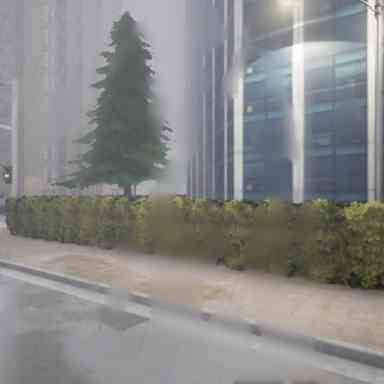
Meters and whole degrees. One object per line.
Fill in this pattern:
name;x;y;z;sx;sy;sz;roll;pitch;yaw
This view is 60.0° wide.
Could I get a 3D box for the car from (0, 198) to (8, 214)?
car;-18.816;1.352;32.047;2.097;1.767;4.553;0;0;36
